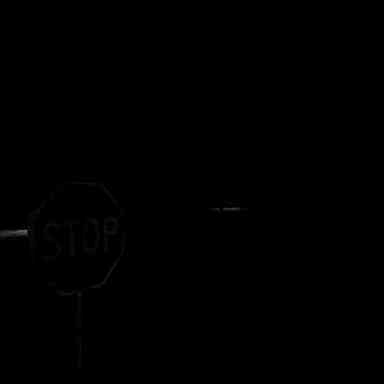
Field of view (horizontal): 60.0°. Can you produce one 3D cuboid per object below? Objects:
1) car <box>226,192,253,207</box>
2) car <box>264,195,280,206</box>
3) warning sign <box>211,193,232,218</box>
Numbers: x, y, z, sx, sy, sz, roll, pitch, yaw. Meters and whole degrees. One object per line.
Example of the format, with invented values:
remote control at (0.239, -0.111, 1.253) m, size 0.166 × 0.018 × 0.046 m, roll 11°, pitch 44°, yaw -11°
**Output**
car at (6.539, 1.004, 45.976) m, size 2.150 × 2.045 × 5.566 m, roll -1°, pitch 0°, yaw 34°
car at (11.903, 1.173, 47.425) m, size 1.882 × 1.535 × 5.008 m, roll -1°, pitch 0°, yaw 33°
warning sign at (2.308, 1.028, 26.179) m, size 1.300 × 1.860 × 1.060 m, roll -1°, pitch 0°, yaw 32°
